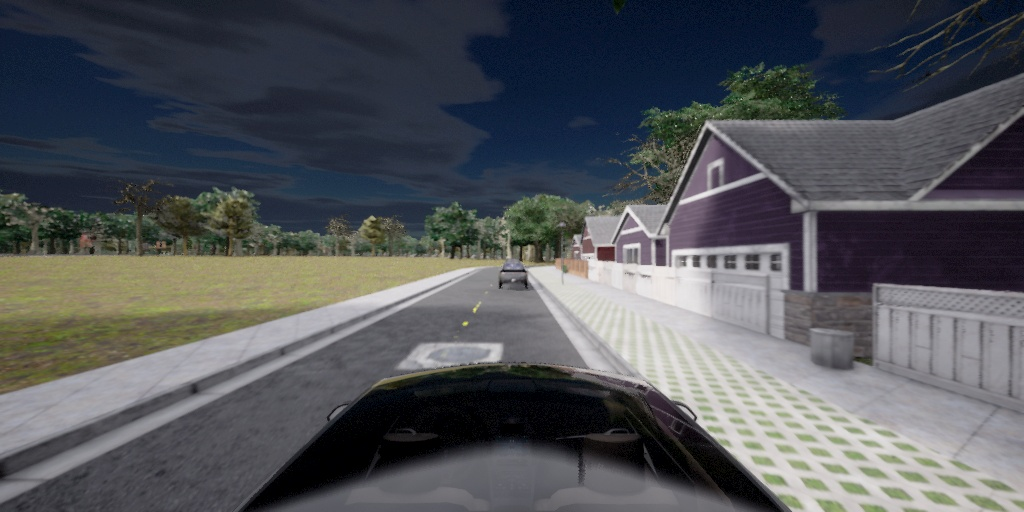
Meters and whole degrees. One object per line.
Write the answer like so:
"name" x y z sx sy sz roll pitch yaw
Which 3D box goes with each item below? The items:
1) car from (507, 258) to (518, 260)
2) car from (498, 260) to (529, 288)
"car" 0.086 1.035 41.352 2.097 1.767 4.553 0 0 1
"car" 0.089 1.216 23.377 2.128 1.511 4.902 0 0 0
